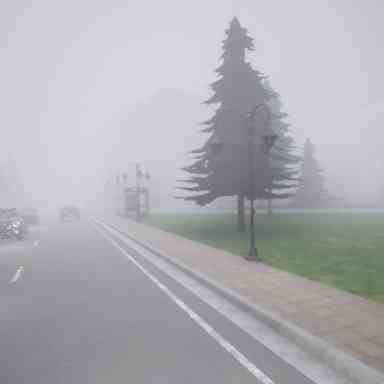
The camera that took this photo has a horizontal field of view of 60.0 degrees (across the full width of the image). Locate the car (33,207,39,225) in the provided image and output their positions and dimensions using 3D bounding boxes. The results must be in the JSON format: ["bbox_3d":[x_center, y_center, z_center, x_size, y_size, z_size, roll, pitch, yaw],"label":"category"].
[{"bbox_3d":[-14.408,2.012,28.808,1.882,1.535,5.008,-1,0,-20],"label":"car"}]

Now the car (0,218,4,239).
[{"bbox_3d":[-7.150,1.769,9.917,1.812,1.442,4.674,-1,0,-21],"label":"car"}]

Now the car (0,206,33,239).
[{"bbox_3d":[-10.722,1.738,19.135,2.097,1.767,4.553,-1,0,-21],"label":"car"}]

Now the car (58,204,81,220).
[{"bbox_3d":[-12.514,2.014,34.052,1.837,1.490,4.892,-1,0,-21],"label":"car"}]
